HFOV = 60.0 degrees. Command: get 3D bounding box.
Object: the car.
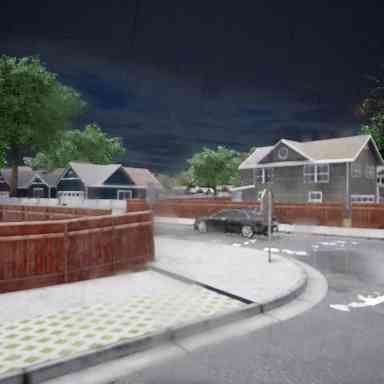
[{"bbox_3d":[2.259,1.617,17.932,4.892,1.490,1.837,-1,-1,42],"label":"car"}]
